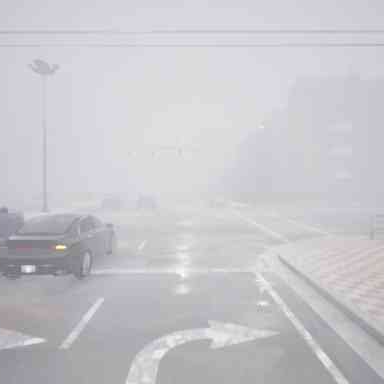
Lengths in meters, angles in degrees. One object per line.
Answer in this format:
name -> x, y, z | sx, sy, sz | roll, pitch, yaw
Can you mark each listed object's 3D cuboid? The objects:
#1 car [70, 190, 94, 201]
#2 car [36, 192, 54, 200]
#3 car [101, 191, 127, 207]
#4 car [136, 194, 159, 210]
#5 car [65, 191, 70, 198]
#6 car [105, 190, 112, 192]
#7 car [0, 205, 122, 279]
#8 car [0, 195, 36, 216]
car -> -16.655, 0.583, 51.632 | 2.128, 1.511, 4.902 | 0, 1, 0
car -> -23.658, 0.635, 52.996 | 1.994, 1.385, 4.181 | 0, 1, 0
car -> -7.928, 0.929, 33.809 | 1.812, 1.442, 4.674 | 0, 1, -3
car -> -4.366, 0.911, 32.828 | 2.128, 1.511, 4.902 | 0, 1, -3
car -> -23.732, 0.333, 66.500 | 1.837, 1.490, 4.892 | 0, 1, 0
car -> -16.734, 0.363, 66.948 | 2.033, 1.411, 5.357 | 0, 1, 0
car -> -3.495, 1.336, 9.481 | 1.837, 1.490, 4.892 | 0, 1, -1
car -> -7.012, 1.052, 9.757 | 2.150, 2.045, 5.566 | 0, 1, -1
